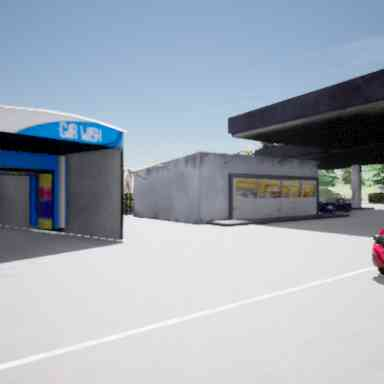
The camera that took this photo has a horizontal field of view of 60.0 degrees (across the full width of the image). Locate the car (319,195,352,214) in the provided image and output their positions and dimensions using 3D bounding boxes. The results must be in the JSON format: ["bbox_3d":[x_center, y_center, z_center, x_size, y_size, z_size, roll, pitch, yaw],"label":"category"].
[{"bbox_3d":[15.228,1.482,35.880,4.611,1.667,2.242,0,0,-36],"label":"car"}]

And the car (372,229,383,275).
[{"bbox_3d":[7.225,1.222,9.142,5.566,2.045,2.150,0,0,-35],"label":"car"}]

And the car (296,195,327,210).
[{"bbox_3d":[15.432,1.315,43.010,3.866,1.878,1.905,0,0,-36],"label":"car"}]

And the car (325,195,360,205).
[{"bbox_3d":[24.794,1.290,54.951,1.882,1.535,5.008,2,-1,-41],"label":"car"}]
